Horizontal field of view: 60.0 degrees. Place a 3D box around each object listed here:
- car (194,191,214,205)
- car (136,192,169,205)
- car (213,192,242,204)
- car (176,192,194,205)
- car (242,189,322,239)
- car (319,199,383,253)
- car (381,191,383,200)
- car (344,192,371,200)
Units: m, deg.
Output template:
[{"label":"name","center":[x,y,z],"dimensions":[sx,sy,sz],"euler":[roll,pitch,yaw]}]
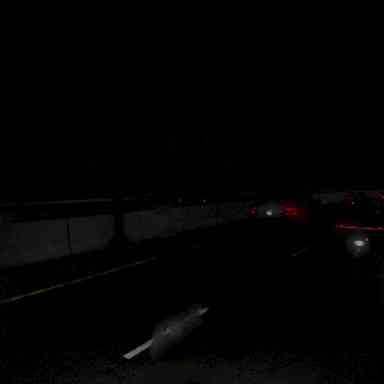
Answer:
[{"label":"car","center":[2.783,0.726,38.262],"dimensions":[2.128,1.511,4.902],"euler":[1,1,36]},{"label":"car","center":[-4.662,0.761,39.849],"dimensions":[1.812,1.442,4.674],"euler":[1,1,35]},{"label":"car","center":[4.389,0.866,34.472],"dimensions":[1.994,1.385,4.181],"euler":[1,1,35]},{"label":"car","center":[0.066,0.694,40.471],"dimensions":[2.128,1.511,4.902],"euler":[1,1,36]},{"label":"car","center":[4.624,0.891,15.669],"dimensions":[2.150,2.045,5.566],"euler":[0,1,33]},{"label":"car","center":[6.228,1.231,11.744],"dimensions":[2.128,1.511,4.902],"euler":[0,1,33]},{"label":"car","center":[18.088,0.564,29.297],"dimensions":[2.150,2.045,5.566],"euler":[1,1,36]},{"label":"car","center":[16.403,0.772,32.888],"dimensions":[2.128,1.511,4.902],"euler":[1,1,36]}]
